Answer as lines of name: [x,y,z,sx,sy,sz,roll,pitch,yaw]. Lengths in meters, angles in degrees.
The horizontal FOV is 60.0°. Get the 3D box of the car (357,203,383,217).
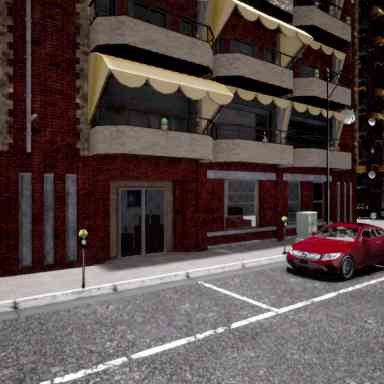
car: [16.329,1.796,31.914,1.837,1.490,4.892,0,-1,-36]

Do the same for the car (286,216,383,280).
car: [4.631,1.582,9.914,4.206,1.307,1.802,0,0,-35]
